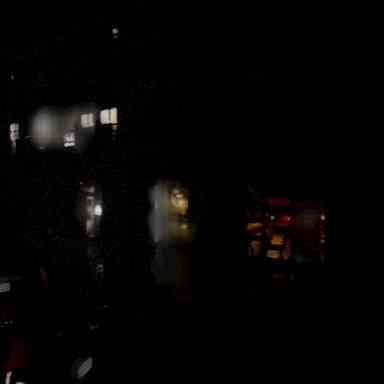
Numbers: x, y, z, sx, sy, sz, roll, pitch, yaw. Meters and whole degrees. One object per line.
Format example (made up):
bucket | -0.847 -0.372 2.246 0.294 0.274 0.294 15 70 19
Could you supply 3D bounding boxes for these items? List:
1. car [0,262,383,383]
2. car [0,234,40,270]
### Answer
car | 0.198 1.544 2.732 4.507 1.381 1.887 0 0 36
car | -4.375 1.436 6.014 4.097 1.590 1.967 0 0 36
